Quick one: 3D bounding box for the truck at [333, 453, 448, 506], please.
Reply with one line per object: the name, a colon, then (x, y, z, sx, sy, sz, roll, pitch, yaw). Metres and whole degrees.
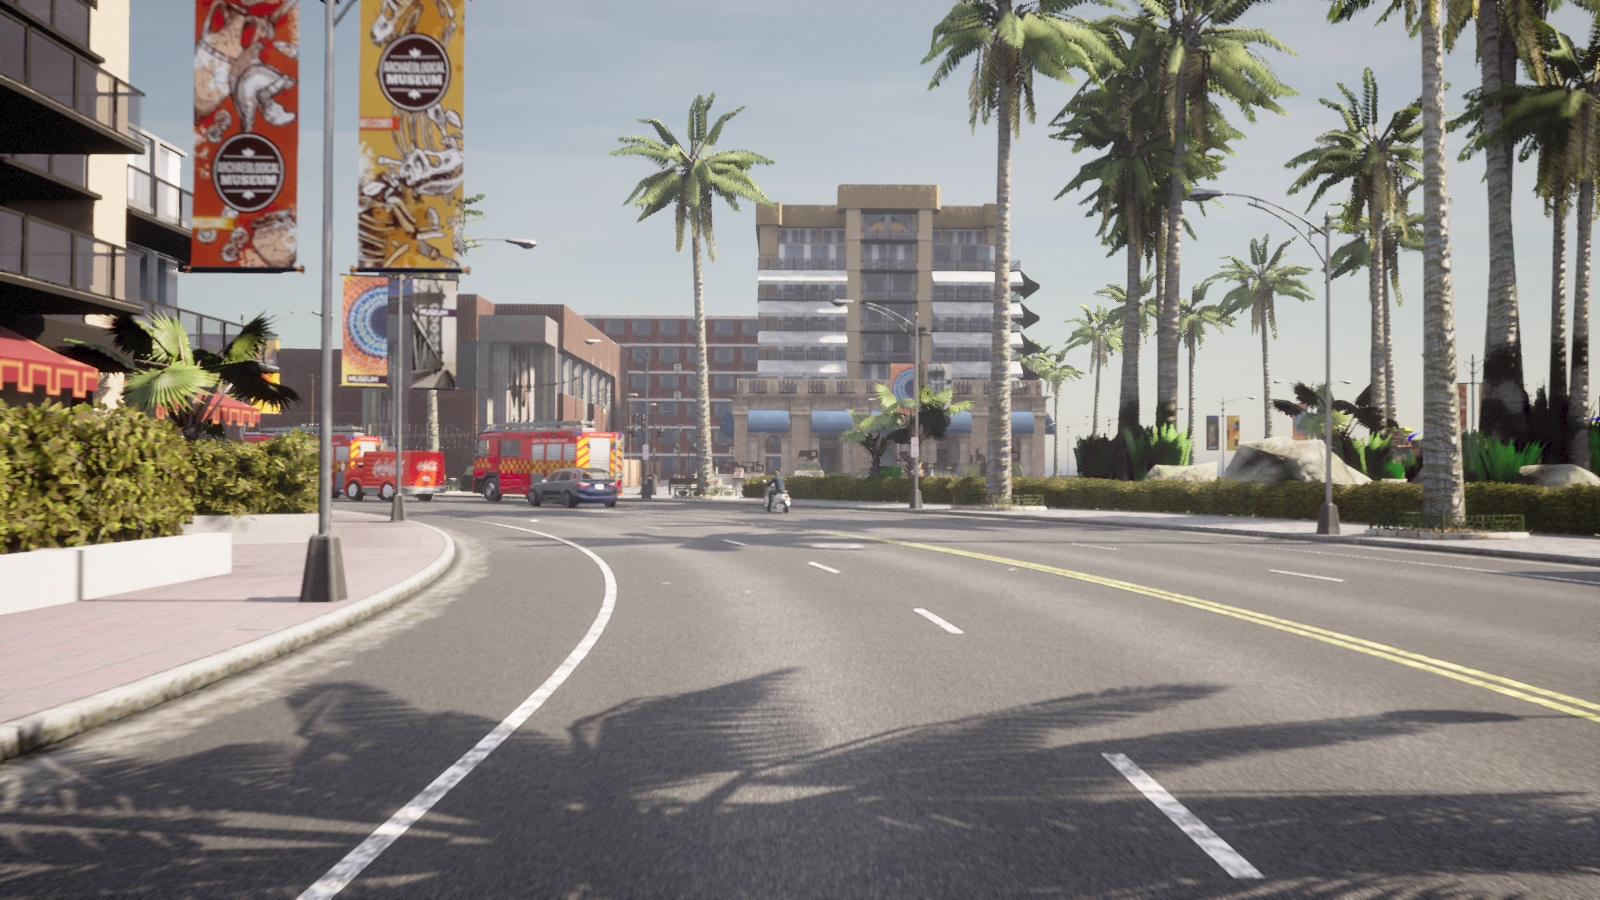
truck: (-20.124, 1.441, 61.682, 5.204, 2.467, 2.627, -1, -1, 31)

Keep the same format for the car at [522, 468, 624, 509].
car: (-9.677, 1.589, 53.251, 2.242, 1.667, 4.611, 1, -1, -41)

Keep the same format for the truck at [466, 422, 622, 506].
truck: (-12.489, 0.716, 60.722, 8.468, 3.827, 2.891, -1, -1, 42)

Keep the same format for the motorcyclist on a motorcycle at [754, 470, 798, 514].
motorcyclist on a motorcycle: (-0.909, 1.561, 47.168, 0.866, 1.590, 1.817, 0, -1, -31)

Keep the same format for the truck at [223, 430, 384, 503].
truck: (-27.180, 0.909, 68.699, 8.468, 3.827, 2.891, -1, -1, 21)
